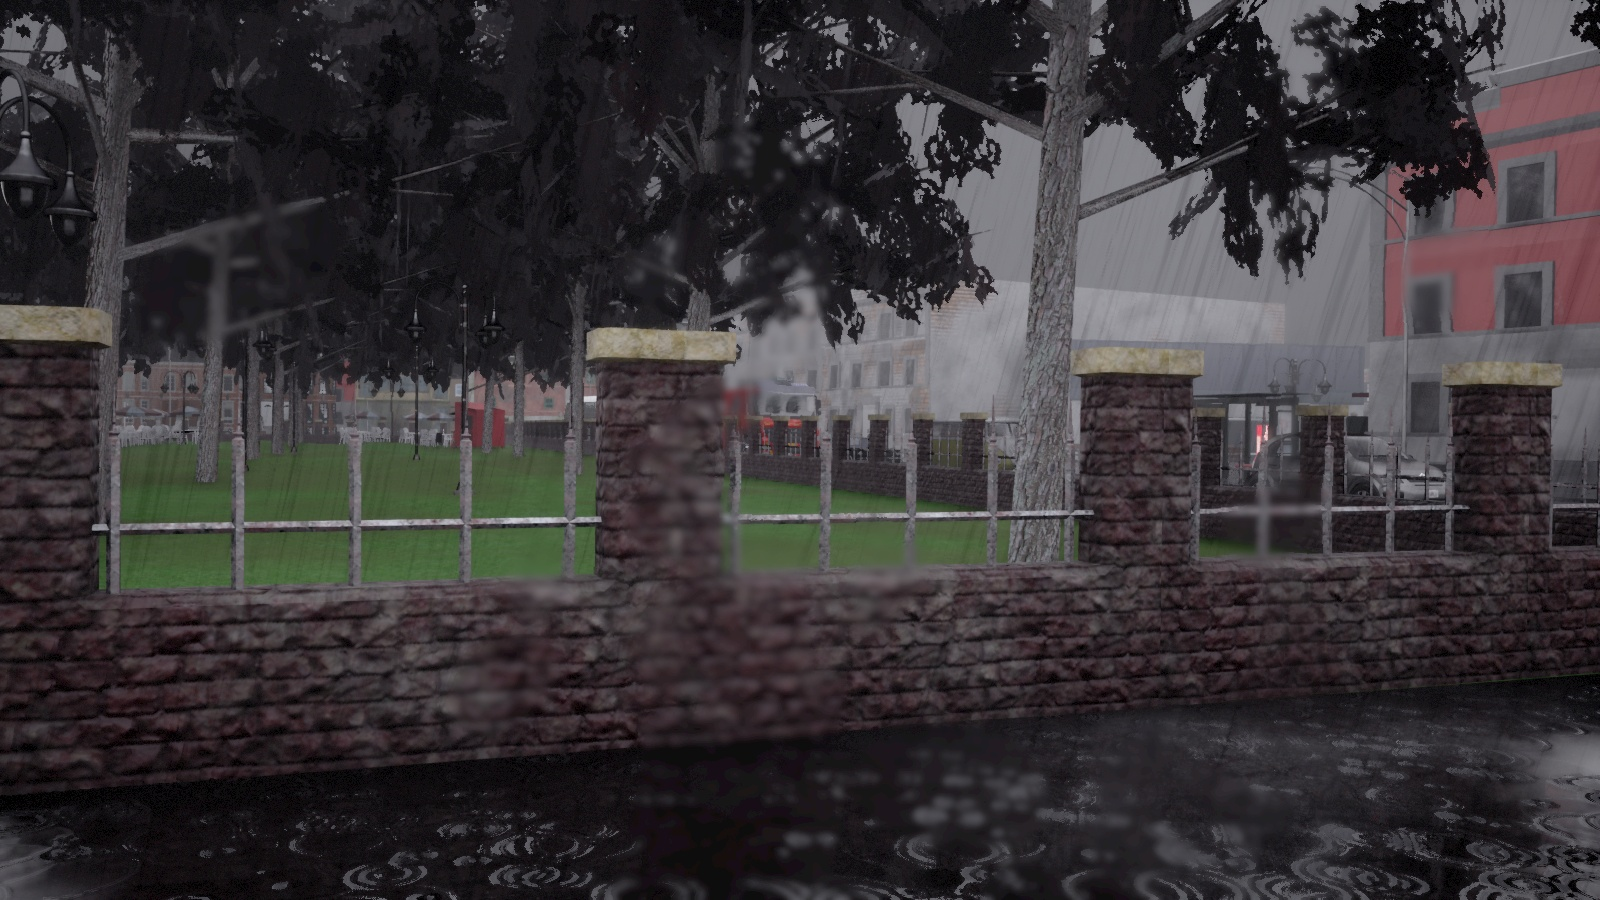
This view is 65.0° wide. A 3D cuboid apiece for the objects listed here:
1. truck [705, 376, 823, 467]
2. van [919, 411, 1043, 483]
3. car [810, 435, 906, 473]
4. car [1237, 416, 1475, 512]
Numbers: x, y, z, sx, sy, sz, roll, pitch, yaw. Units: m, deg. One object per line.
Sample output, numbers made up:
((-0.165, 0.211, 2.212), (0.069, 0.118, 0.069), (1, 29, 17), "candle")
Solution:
((-1.803, -1.282, 57.441), (2.891, 3.827, 8.468), (-1, 1, -20), "truck")
((5.323, -0.116, 37.445), (1.775, 1.987, 4.442), (-1, 1, -20), "van")
((2.087, 0.118, 46.563), (1.895, 1.301, 4.718), (-1, 1, -20), "car")
((10.278, 0.202, 23.553), (1.851, 1.617, 3.988), (-1, 1, -19), "car")
